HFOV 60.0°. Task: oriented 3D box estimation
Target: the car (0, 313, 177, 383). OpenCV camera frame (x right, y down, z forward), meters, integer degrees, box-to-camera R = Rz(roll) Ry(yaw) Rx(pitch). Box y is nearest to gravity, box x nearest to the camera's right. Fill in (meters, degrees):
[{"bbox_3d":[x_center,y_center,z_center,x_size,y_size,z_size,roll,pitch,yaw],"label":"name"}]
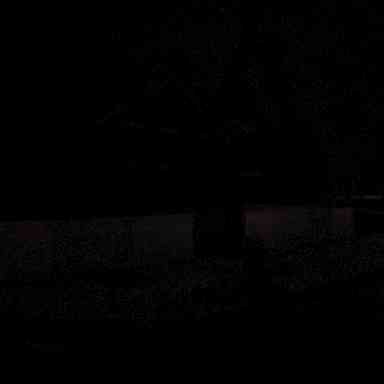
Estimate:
[{"bbox_3d":[-2.147,1.508,1.528,4.674,1.442,1.812,1,0,-36],"label":"car"}]
